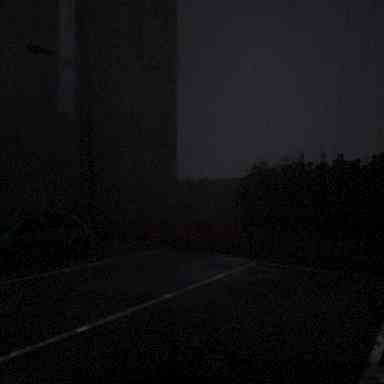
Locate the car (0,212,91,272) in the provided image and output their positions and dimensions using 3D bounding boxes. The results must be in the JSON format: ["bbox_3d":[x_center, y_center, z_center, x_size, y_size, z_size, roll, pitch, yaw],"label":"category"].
[{"bbox_3d":[-5.387,1.481,10.844,1.851,1.617,3.988,0,0,35],"label":"car"}]
